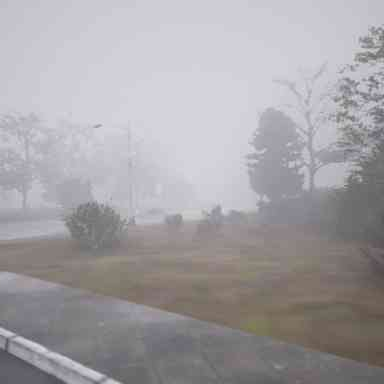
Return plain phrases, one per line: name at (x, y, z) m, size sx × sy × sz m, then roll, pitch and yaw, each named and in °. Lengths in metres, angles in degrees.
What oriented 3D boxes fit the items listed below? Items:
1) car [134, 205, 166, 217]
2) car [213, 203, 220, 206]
car at (-5.350, 2.375, 42.388) m, size 2.128 × 1.511 × 4.902 m, roll -3°, pitch -2°, yaw 32°
car at (3.121, 2.173, 55.683) m, size 2.128 × 1.511 × 4.902 m, roll -3°, pitch -2°, yaw 32°
